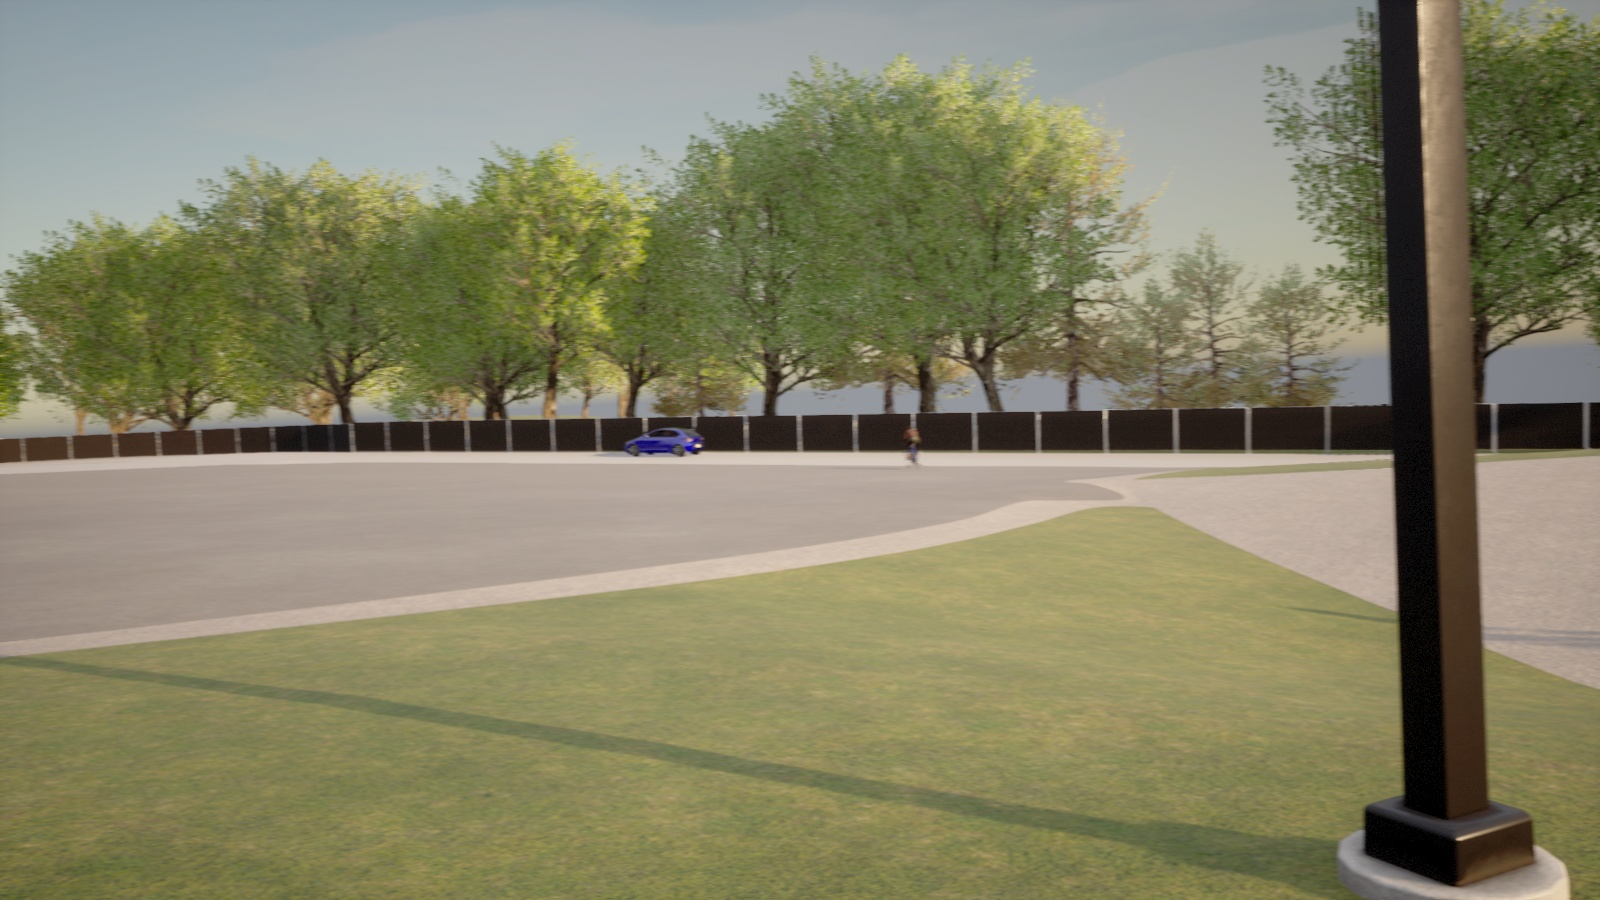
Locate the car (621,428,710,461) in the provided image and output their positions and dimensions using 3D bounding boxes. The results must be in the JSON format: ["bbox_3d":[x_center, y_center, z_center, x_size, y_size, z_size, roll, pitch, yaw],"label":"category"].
[{"bbox_3d":[-6.959,-0.270,65.034,4.193,1.474,1.816,-1,4,27],"label":"car"}]
